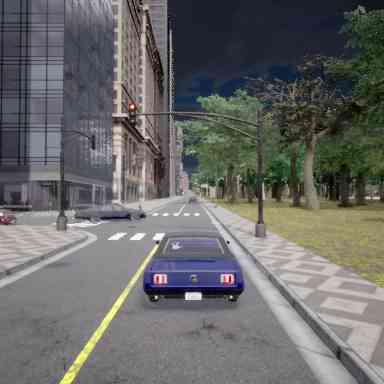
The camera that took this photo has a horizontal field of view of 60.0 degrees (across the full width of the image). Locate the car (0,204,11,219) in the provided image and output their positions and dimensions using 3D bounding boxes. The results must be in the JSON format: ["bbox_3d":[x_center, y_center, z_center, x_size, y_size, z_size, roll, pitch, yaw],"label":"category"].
[{"bbox_3d":[-18.935,1.726,29.808,4.313,1.339,1.947,0,-1,0],"label":"car"}]

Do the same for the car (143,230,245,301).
[{"bbox_3d":[0.023,1.607,8.262,1.895,1.301,4.718,0,0,0],"label":"car"}]

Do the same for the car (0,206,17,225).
[{"bbox_3d":[-13.491,1.371,21.284,4.097,1.590,1.967,0,-2,-1],"label":"car"}]

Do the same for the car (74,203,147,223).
[{"bbox_3d":[-6.317,1.595,25.862,5.357,1.411,2.033,1,-1,-25],"label":"car"}]

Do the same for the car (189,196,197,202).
[{"bbox_3d":[0.207,1.801,81.884,2.033,1.411,5.357,0,0,0],"label":"car"}]
